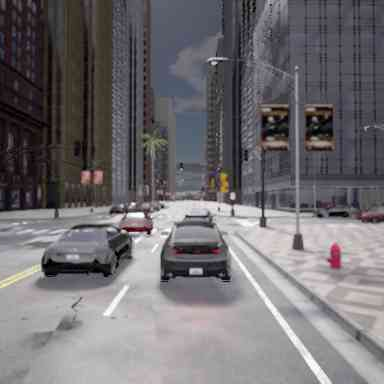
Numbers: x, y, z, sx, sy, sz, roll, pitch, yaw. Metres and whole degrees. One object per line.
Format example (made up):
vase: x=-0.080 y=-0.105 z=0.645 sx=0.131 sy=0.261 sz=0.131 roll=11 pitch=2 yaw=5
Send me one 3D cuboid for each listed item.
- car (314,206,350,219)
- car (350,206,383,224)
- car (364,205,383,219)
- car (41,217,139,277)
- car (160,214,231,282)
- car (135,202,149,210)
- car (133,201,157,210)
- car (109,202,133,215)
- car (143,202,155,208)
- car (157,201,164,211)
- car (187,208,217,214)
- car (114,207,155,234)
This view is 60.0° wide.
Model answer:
car: x=15.162 y=2.093 z=34.990 sx=4.313 sy=1.339 sz=1.947 roll=0 pitch=-1 yaw=-1
car: x=15.298 y=1.903 z=26.469 sx=4.206 sy=1.307 sz=1.802 roll=0 pitch=-1 yaw=-1
car: x=20.802 y=2.075 z=35.082 sx=4.313 sy=1.339 sz=1.947 roll=0 pitch=-1 yaw=-1
car: x=-3.157 y=1.722 z=10.818 sx=1.994 sy=1.385 sz=4.181 roll=0 pitch=-1 yaw=0
car: x=0.092 y=1.654 z=10.245 sx=1.837 sy=1.490 sz=4.892 roll=0 pitch=-1 yaw=0
car: x=-9.797 y=2.727 z=64.982 sx=1.994 sy=1.385 sz=4.181 roll=0 pitch=-1 yaw=1
car: x=-6.627 y=2.292 z=47.272 sx=1.882 sy=1.535 sz=5.008 roll=0 pitch=-1 yaw=0
car: x=-9.880 y=2.329 z=45.545 sx=2.033 sy=1.411 sz=5.357 roll=0 pitch=-1 yaw=0
car: x=-9.800 y=2.920 z=75.574 sx=2.033 sy=1.411 sz=5.357 roll=0 pitch=-1 yaw=0
car: x=-6.608 y=2.361 z=57.310 sx=2.097 sy=1.767 sz=4.553 roll=0 pitch=-1 yaw=0
car: x=0.589 y=1.823 z=21.954 sx=2.128 sy=1.511 sz=4.902 roll=0 pitch=0 yaw=8
car: x=-3.560 y=1.892 z=21.364 sx=1.994 sy=1.385 sz=4.181 roll=0 pitch=-1 yaw=-6
